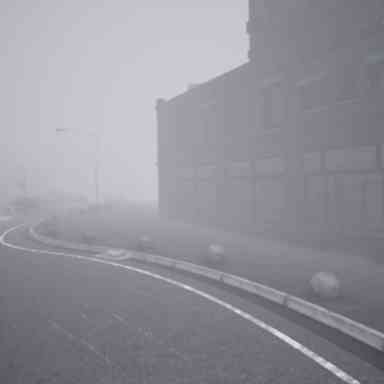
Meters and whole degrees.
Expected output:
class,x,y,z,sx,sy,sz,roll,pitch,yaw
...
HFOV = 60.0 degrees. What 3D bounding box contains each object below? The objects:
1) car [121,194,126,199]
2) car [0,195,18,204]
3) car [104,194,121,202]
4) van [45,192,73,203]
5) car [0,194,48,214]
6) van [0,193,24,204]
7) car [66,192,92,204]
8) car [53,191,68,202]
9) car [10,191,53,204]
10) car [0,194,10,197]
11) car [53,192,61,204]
class,x,y,z,sx,sy,sz,roll,pitch,yaw
car,-15.148,1.155,70.425,2.128,1.511,4.902,-1,-1,-3
car,-36.899,1.496,64.401,5.366,1.575,1.946,-1,-1,-3
car,-14.702,1.139,60.419,1.994,1.385,4.181,-1,0,-3
van,-24.394,1.002,61.215,4.442,1.987,1.878,-1,-1,-3
car,-16.825,1.310,33.512,2.128,1.511,4.902,-1,1,-3
van,-36.740,1.315,67.210,4.442,1.987,1.878,-1,-1,-3
car,-17.636,1.128,52.024,1.812,1.442,4.674,-1,0,-2
car,-23.993,0.915,55.035,5.566,2.045,2.435,-1,0,-3
car,-23.669,1.016,49.090,4.553,1.767,2.185,-1,0,-3
car,-36.767,1.457,61.744,5.366,1.575,1.946,-1,-1,-3
car,-23.806,1.153,52.122,5.008,1.535,2.097,-1,0,-3
